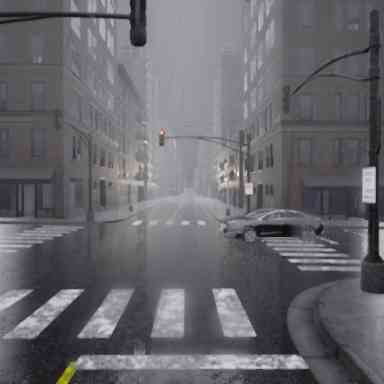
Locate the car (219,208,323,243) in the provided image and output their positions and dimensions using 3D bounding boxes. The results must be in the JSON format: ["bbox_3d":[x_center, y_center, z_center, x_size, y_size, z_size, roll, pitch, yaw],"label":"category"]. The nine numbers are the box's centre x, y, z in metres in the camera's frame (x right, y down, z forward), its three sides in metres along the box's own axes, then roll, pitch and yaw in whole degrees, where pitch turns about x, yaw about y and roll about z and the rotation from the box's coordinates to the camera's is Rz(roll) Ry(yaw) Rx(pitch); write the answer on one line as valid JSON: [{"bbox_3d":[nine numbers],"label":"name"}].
[{"bbox_3d":[3.737,1.517,15.714,4.902,1.511,2.128,1,0,-13],"label":"car"}]
